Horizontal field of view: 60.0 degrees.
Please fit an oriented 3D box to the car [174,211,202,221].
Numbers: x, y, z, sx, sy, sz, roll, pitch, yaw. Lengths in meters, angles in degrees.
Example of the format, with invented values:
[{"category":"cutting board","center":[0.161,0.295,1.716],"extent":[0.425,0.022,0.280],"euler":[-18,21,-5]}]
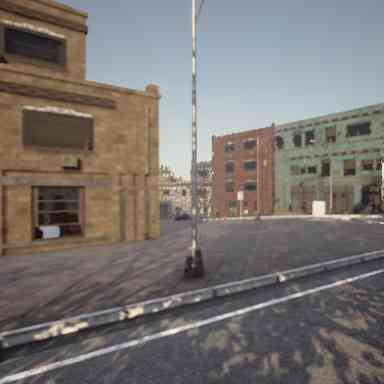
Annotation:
[{"category":"car","center":[-0.606,3.190,43.971],"extent":[1.812,1.442,4.674],"euler":[0,-5,-36]}]
